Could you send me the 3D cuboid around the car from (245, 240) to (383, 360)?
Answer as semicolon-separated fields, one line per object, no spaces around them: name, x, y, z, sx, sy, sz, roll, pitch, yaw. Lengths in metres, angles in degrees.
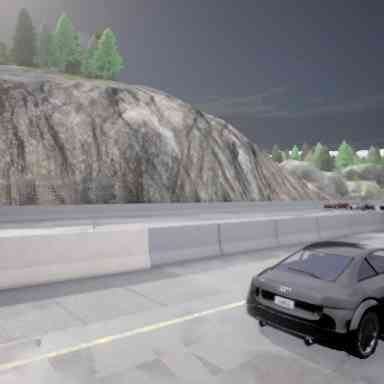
car;2.947;1.612;6.128;4.181;1.385;1.994;1;0;-38

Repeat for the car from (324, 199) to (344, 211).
car;21.014;1.847;48.281;5.008;1.535;1.882;1;0;-39

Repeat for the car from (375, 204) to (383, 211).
car;26.378;1.981;43.621;4.718;1.301;1.895;1;0;-39

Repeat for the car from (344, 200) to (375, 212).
car;23.524;1.865;45.812;4.902;1.511;2.128;1;0;-39
